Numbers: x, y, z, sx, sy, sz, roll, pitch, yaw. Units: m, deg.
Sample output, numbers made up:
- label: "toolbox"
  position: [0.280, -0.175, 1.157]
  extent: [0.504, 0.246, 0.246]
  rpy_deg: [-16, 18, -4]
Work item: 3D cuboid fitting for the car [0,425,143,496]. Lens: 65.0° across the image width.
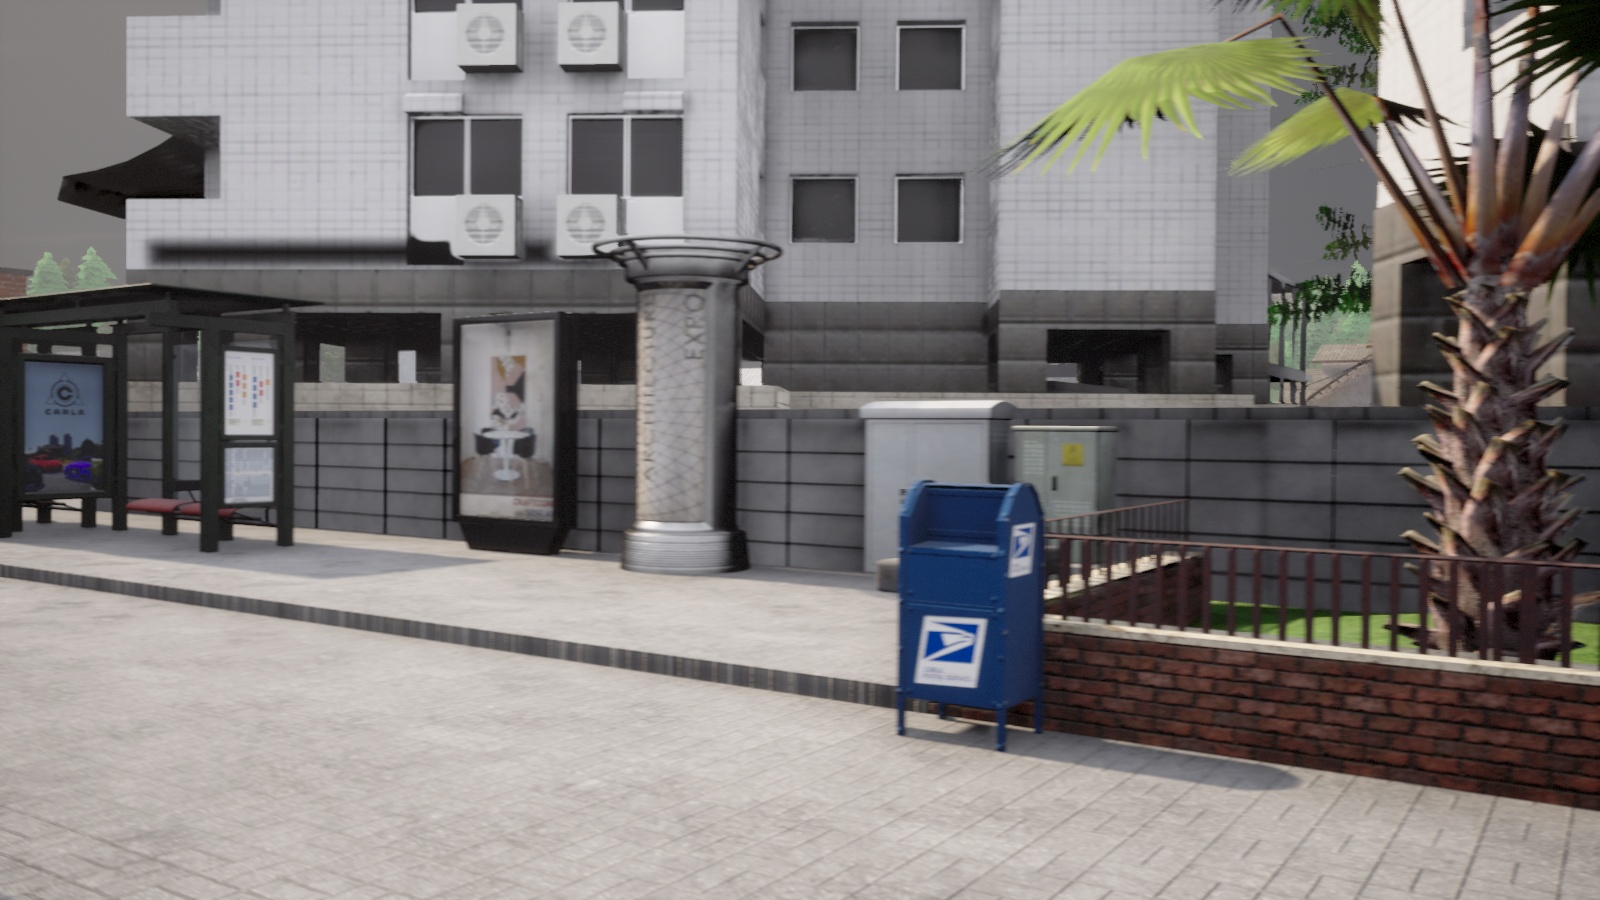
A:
- label: "car"
  position: [-20.919, 0.235, 35.297]
  extent: [1.905, 1.878, 3.866]
  rpy_deg: [0, 1, 34]
